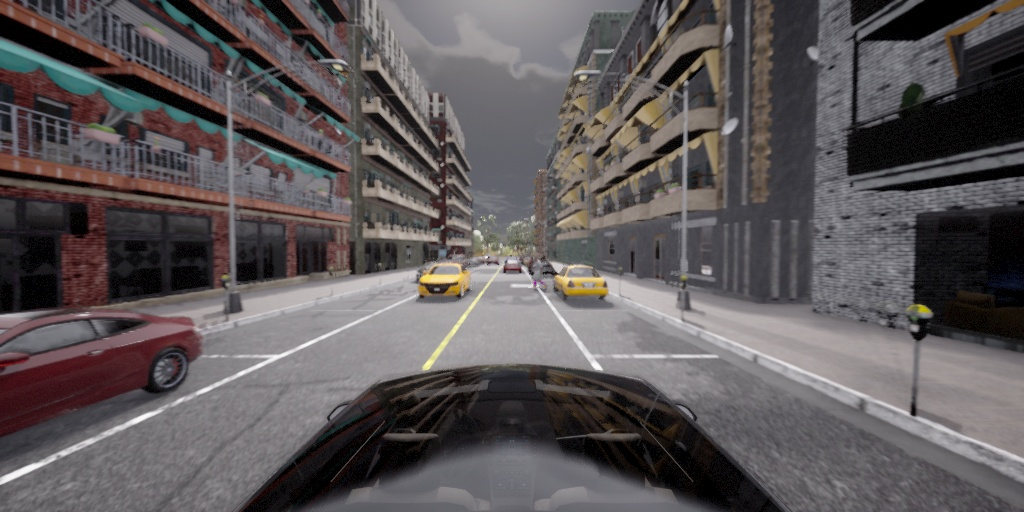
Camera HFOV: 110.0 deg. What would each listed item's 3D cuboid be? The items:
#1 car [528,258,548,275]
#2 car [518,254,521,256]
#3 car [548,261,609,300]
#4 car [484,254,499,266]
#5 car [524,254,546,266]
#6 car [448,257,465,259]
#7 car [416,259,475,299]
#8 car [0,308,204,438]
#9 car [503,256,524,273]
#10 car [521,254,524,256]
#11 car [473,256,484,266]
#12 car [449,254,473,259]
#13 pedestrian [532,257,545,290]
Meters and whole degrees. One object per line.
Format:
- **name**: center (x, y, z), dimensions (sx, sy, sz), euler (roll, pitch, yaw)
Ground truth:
- **car**: center (2.675, 1.049, 31.665), dimensions (1.948, 1.339, 4.313), euler (0, 0, 0)
- **car**: center (0.001, 0.786, 51.150), dimensions (1.882, 1.535, 5.008), euler (0, 1, 0)
- **car**: center (2.993, 1.074, 16.560), dimensions (1.801, 1.575, 5.366), euler (0, 1, 0)
- **car**: center (-3.066, 0.726, 58.072), dimensions (1.882, 1.535, 5.008), euler (0, 1, 1)
- **car**: center (2.672, 0.749, 37.188), dimensions (2.192, 1.841, 5.009), euler (0, 0, 0)
- **car**: center (-5.706, 1.033, 31.612), dimensions (2.007, 1.370, 4.403), euler (0, 0, 0)
- **car**: center (-3.102, 1.088, 17.326), dimensions (1.882, 1.535, 5.008), euler (0, 0, 0)
- **car**: center (-5.692, 1.311, 3.993), dimensions (1.802, 1.307, 4.207), euler (0, 0, 0)
- **car**: center (0.055, 0.994, 37.570), dimensions (1.994, 1.385, 4.181), euler (0, 1, 0)
- **car**: center (2.663, 0.811, 53.931), dimensions (1.751, 1.417, 4.829), euler (0, 0, 0)
- **car**: center (-5.718, 0.835, 53.708), dimensions (2.007, 1.370, 4.403), euler (0, 0, 0)
- **car**: center (-5.709, 0.748, 37.136), dimensions (2.192, 1.841, 5.009), euler (0, 0, 0)
- **pedestrian**: center (1.420, 0.885, 19.534), dimensions (0.375, 1.860, 0.375), euler (-1, 2, 0)
